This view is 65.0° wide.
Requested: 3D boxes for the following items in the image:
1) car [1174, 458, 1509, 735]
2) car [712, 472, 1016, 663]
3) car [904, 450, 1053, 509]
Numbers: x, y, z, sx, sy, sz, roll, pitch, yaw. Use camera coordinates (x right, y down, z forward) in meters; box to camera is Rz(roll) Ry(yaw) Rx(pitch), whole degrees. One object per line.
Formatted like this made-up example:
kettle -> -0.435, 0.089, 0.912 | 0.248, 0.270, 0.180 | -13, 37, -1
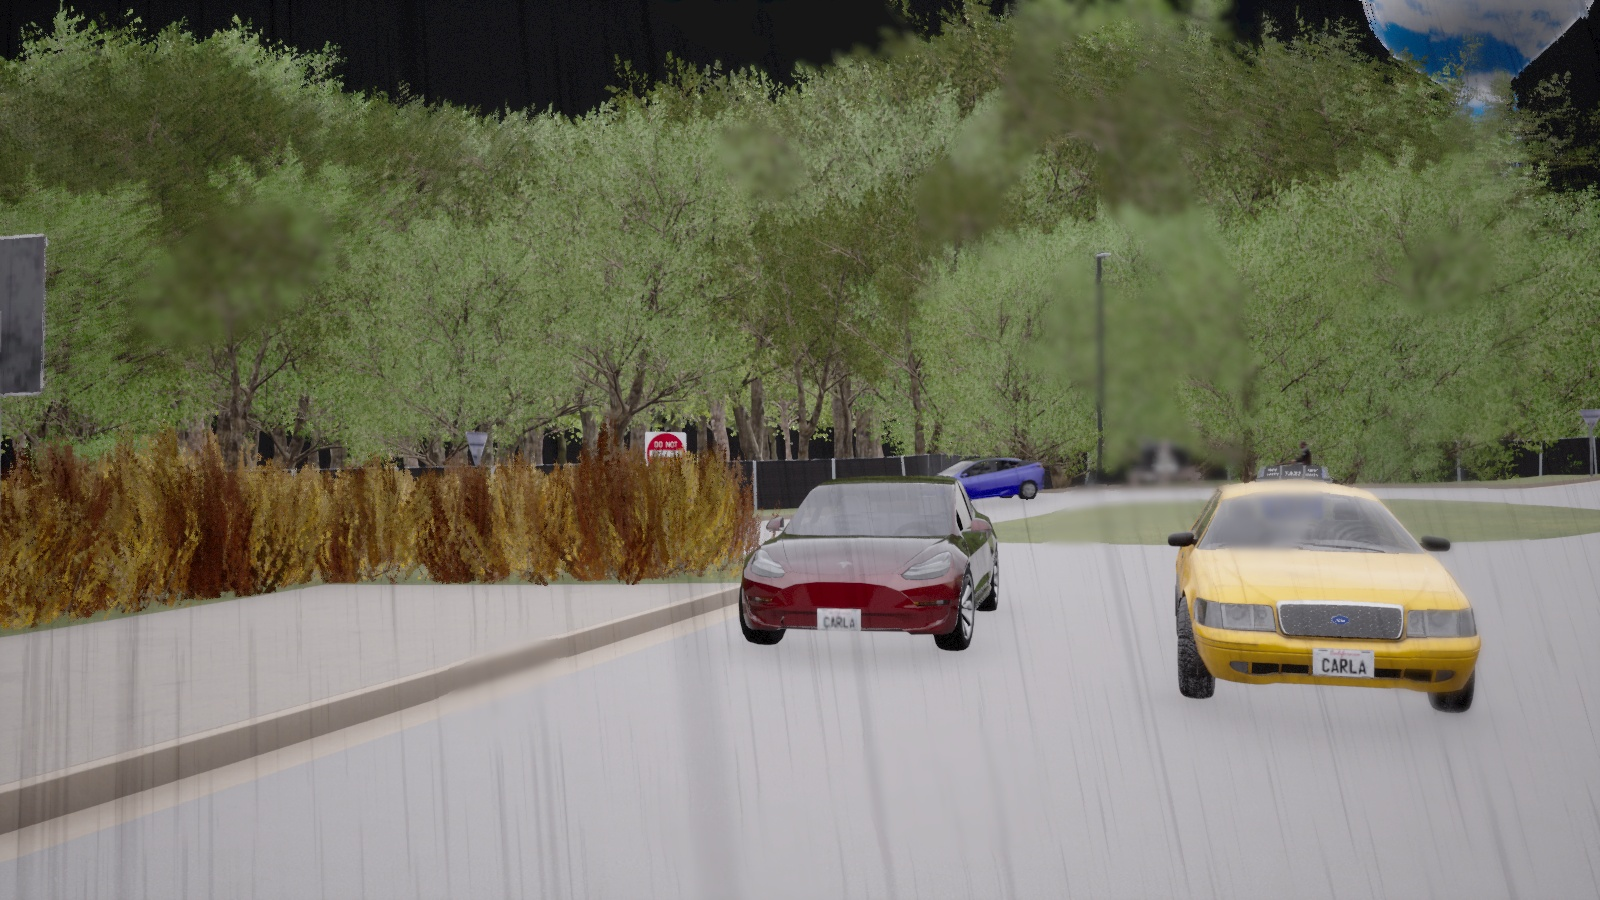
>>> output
car -> 3.950, 0.863, 10.039 | 1.801, 1.575, 5.366 | 0, 0, 16
car -> 0.887, 0.986, 12.515 | 2.163, 1.488, 4.792 | -1, -1, 13
car -> 6.070, 0.982, 42.743 | 4.514, 1.525, 2.007 | -6, 1, -20
